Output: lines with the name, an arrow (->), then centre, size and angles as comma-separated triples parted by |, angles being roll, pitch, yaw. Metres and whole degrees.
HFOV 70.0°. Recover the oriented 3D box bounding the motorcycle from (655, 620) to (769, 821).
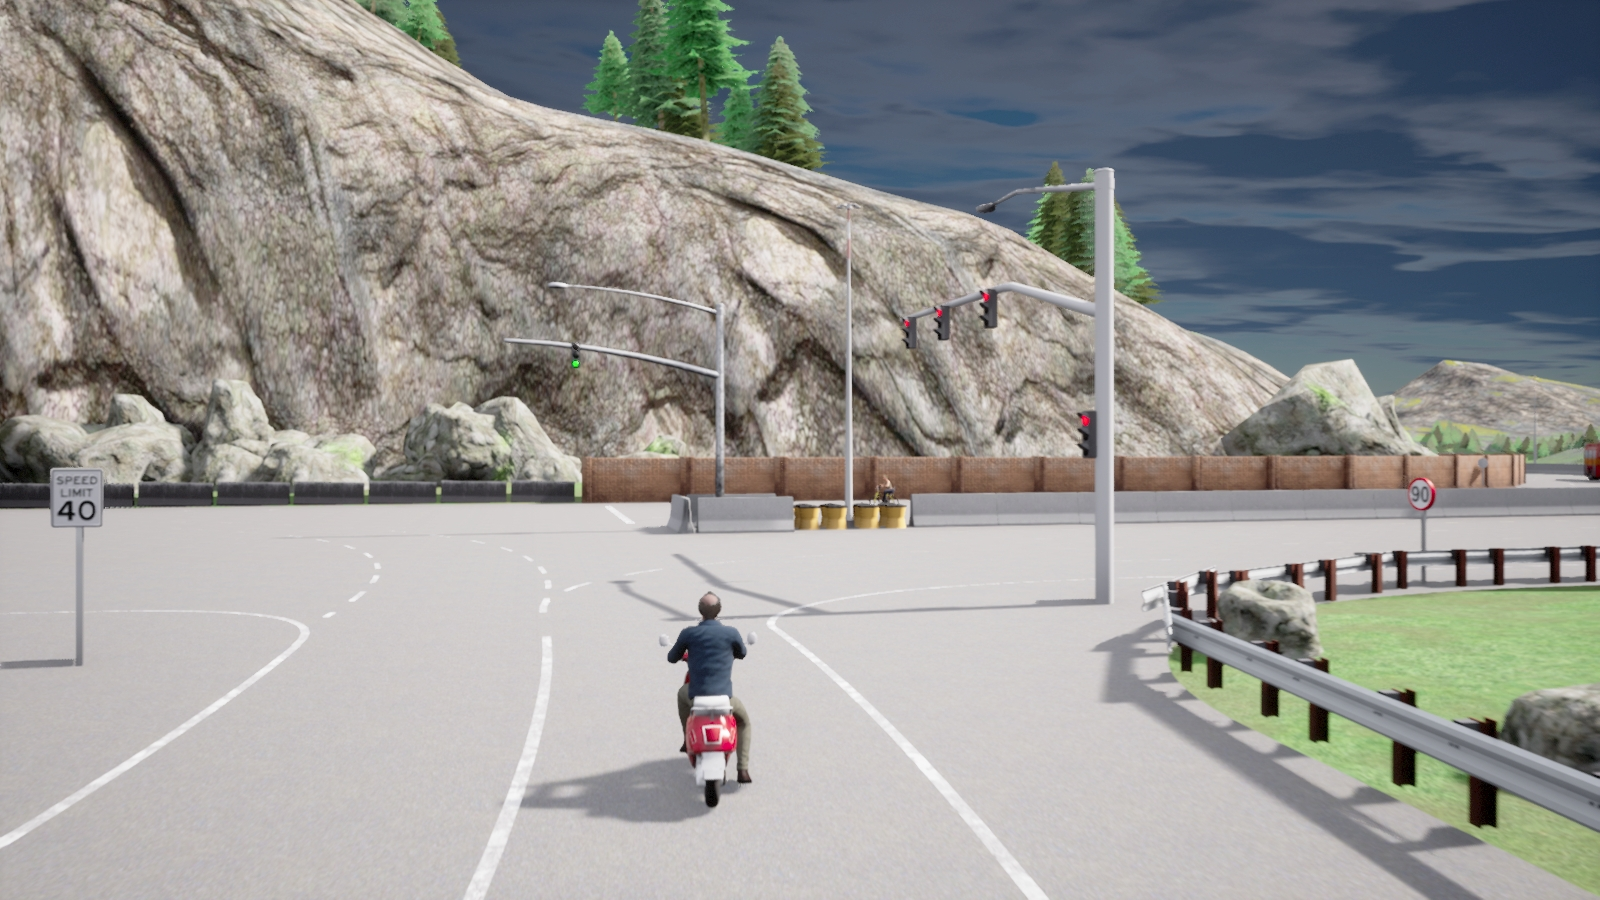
motorcycle -> -0.770, 2.179, 9.556 | 0.856, 1.236, 1.805 | 0, 0, -7
